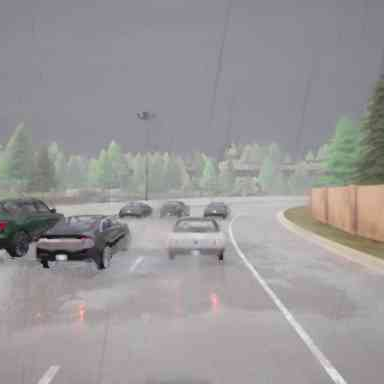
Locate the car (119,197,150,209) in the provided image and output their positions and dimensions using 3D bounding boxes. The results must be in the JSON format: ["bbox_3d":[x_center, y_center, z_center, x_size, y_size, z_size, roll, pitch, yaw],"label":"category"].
[{"bbox_3d":[-7.769,1.493,45.488,2.128,1.511,4.902,0,0,20],"label":"car"}]

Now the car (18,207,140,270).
[{"bbox_3d":[-3.338,1.493,11.093,2.128,1.511,4.902,0,0,2],"label":"car"}]

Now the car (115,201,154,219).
[{"bbox_3d":[-4.838,1.565,29.488,1.994,1.385,4.181,0,0,11],"label":"car"}]

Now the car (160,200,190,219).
[{"bbox_3d":[-1.408,1.506,28.906,1.837,1.490,4.892,0,0,11],"label":"car"}]

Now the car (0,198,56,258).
[{"bbox_3d":[-6.794,1.222,12.877,2.150,2.045,5.566,0,0,2],"label":"car"}]

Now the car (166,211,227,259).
[{"bbox_3d":[0.193,1.601,12.550,1.895,1.301,4.718,0,0,2],"label":"car"}]

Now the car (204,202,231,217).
[{"bbox_3d":[2.278,1.565,29.347,1.994,1.385,4.181,0,0,12],"label":"car"}]

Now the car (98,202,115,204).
[{"bbox_3d":[-10.959,1.527,46.937,1.812,1.442,4.674,0,0,20],"label":"car"}]
